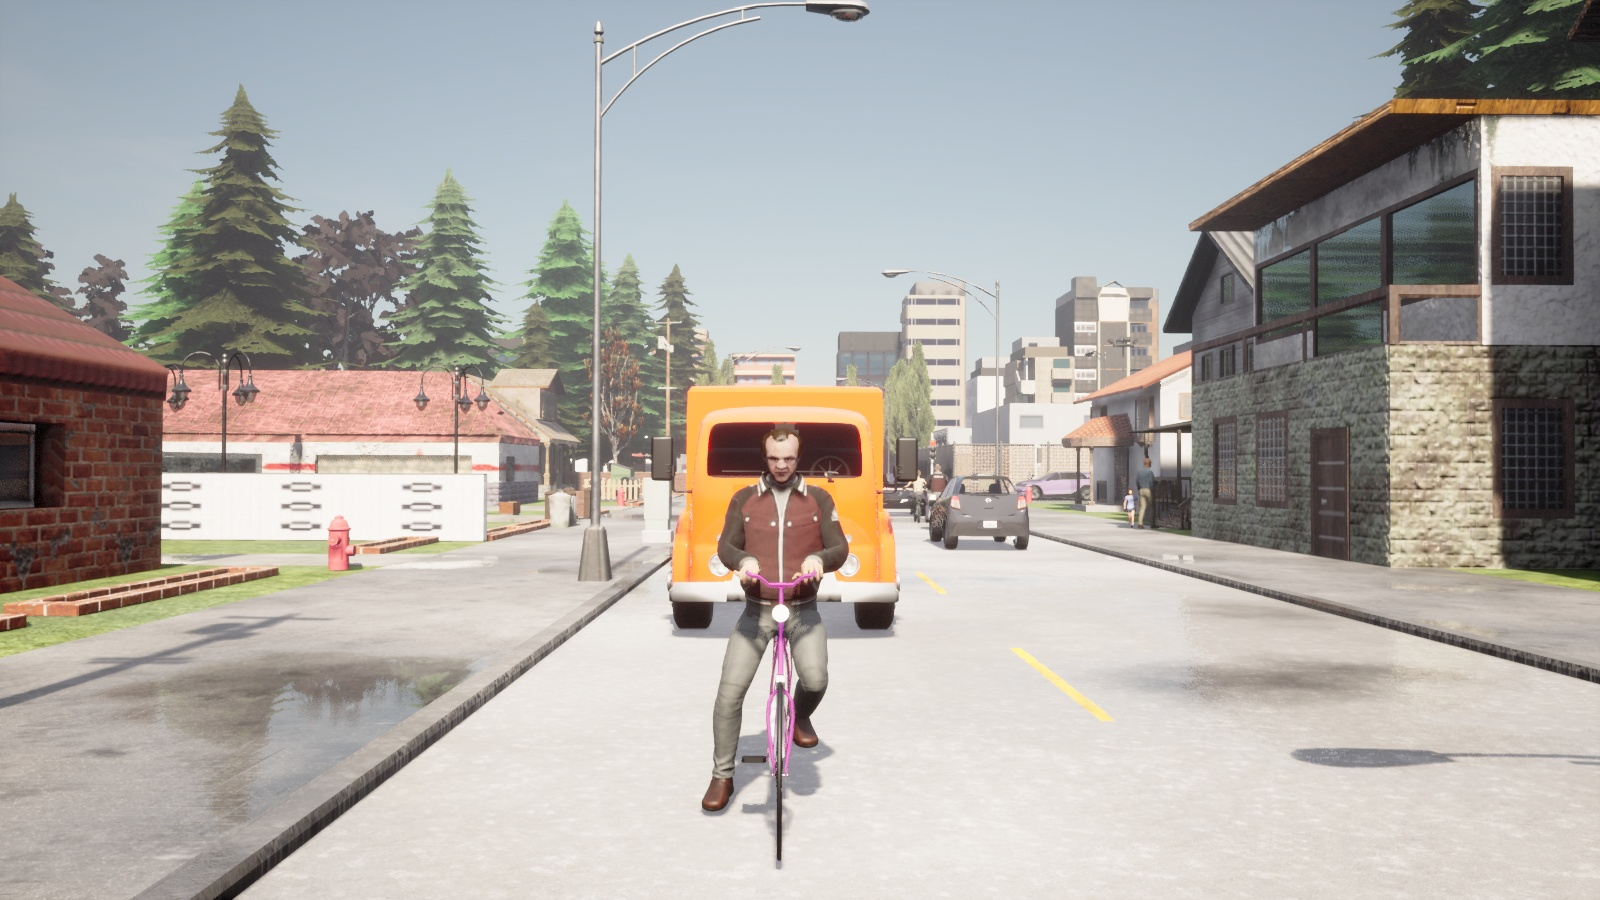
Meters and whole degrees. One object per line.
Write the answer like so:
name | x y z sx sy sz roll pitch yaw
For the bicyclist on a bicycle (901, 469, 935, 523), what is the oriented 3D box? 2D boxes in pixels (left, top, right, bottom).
bicyclist on a bicycle | 3.580 1.378 38.293 0.866 1.612 1.509 0 -1 -1

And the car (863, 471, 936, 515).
car | 3.519 1.516 45.323 2.128 1.511 4.902 0 -1 -1

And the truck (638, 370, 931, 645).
truck | -0.168 0.562 13.922 2.627 2.467 5.204 0 -1 -1

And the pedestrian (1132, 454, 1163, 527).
pedestrian | 8.811 1.022 31.846 0.726 1.835 0.370 0 -1 -33

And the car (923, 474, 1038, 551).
car | 3.705 1.256 26.394 1.845 1.501 3.633 0 -1 -1

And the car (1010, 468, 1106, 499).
car | 14.149 1.844 68.994 4.856 1.649 2.033 0 -1 -1

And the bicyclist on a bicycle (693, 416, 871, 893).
bicyclist on a bicycle | -0.079 0.780 5.614 0.659 1.776 1.843 0 -1 -1

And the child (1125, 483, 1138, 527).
child | 8.564 1.413 32.405 0.255 1.110 0.394 -1 -1 24
